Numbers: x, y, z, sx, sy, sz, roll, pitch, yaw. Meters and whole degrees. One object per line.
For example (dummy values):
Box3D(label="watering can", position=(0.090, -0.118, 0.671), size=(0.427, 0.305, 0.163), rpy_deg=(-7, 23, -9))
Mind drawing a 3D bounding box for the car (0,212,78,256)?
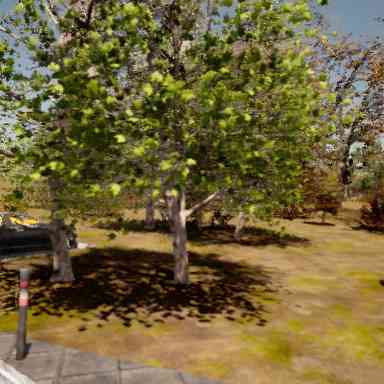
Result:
Box3D(label="car", position=(-6.220, 1.411, 11.116), size=(2.231, 1.521, 4.892), rpy_deg=(1, 0, 37))
